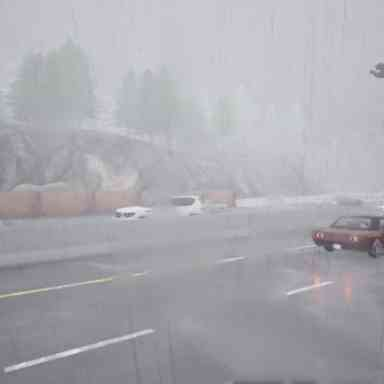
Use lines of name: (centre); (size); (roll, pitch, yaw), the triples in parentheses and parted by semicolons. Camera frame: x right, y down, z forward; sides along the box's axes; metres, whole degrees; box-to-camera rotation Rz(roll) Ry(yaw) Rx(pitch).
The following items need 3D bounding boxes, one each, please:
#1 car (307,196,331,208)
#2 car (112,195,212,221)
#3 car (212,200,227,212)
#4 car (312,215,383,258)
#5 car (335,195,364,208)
car: (17.398, 1.335, 45.437); (1.812, 1.442, 4.674); (0, 0, 45)
car: (-1.843, 1.220, 19.651); (5.566, 2.045, 2.150); (0, 0, -36)
car: (1.409, 1.554, 35.419); (4.718, 1.301, 1.895); (-1, 0, -40)
car: (6.683, 1.534, 12.549); (4.718, 1.301, 1.895); (-1, 0, -36)
car: (21.335, 1.378, 44.526); (1.895, 1.301, 4.718); (0, 0, 44)
